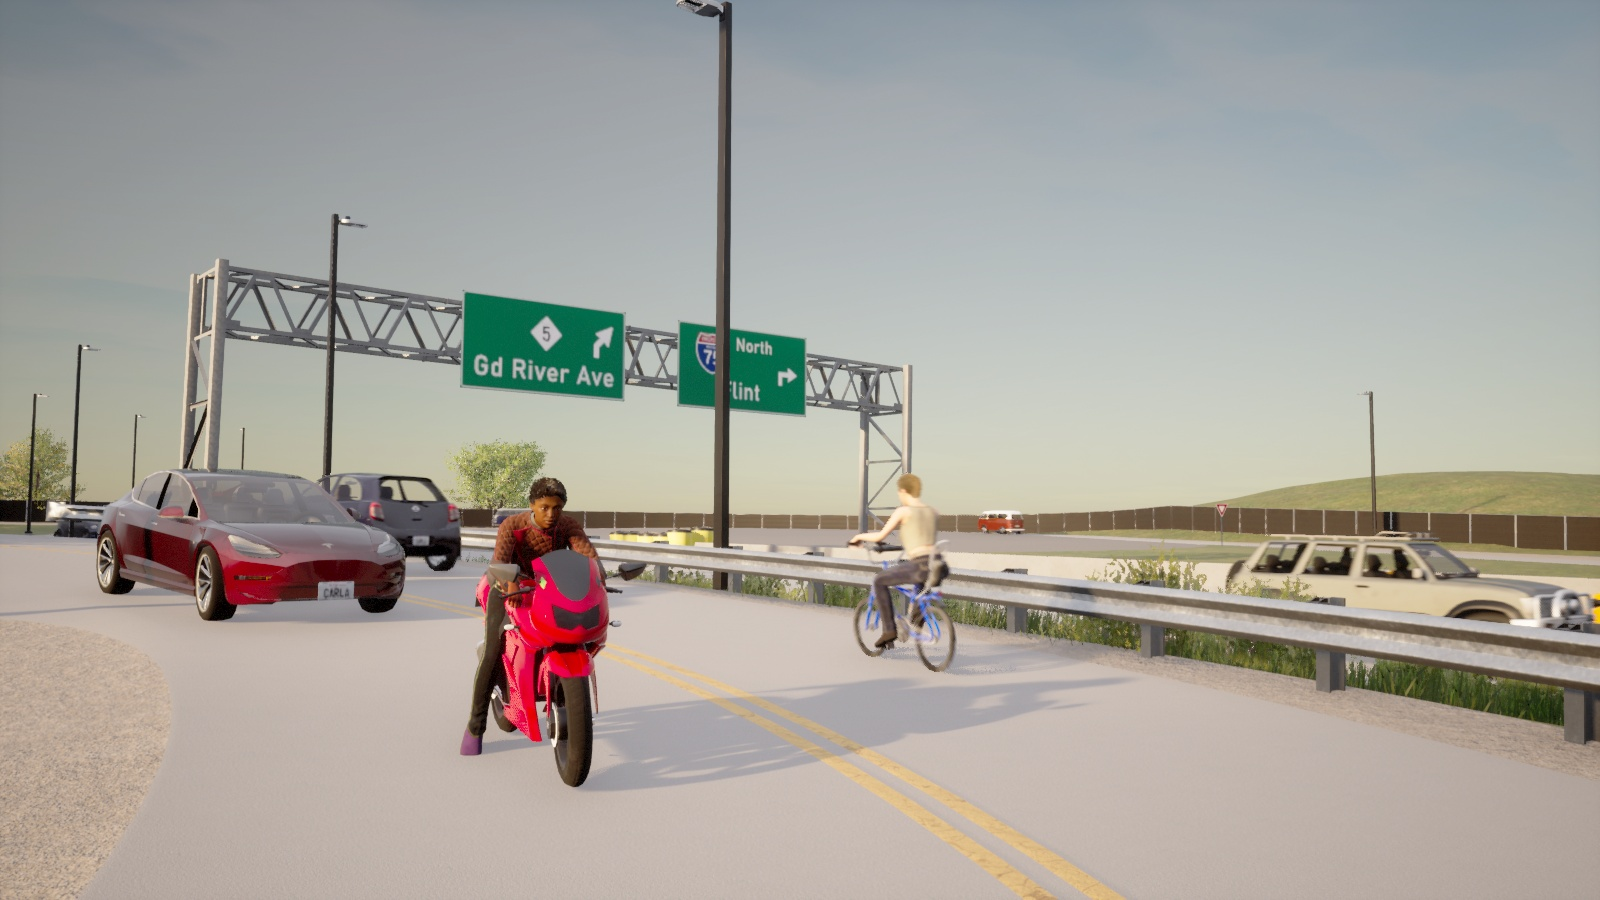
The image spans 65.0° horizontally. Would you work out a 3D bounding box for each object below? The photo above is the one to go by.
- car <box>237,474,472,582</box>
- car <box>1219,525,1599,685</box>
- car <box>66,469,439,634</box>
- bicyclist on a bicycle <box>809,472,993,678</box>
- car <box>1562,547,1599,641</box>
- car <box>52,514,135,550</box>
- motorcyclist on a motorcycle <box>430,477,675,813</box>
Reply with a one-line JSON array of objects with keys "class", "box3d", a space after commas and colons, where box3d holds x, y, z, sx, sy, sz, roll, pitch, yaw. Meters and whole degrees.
[{"class": "car", "box3d": [-7.073, 1.189, 19.820, 3.633, 1.501, 1.845, 0, -3, 40]}, {"class": "car", "box3d": [8.456, 2.015, 17.529, 1.932, 1.855, 4.605, 3, -4, -40]}, {"class": "car", "box3d": [-6.269, 1.006, 14.076, 4.792, 1.488, 2.163, 0, -2, 45]}, {"class": "bicyclist on a bicycle", "box3d": [0.832, 1.003, 10.708, 0.866, 1.612, 1.509, 1, -2, -30]}, {"class": "car", "box3d": [15.376, 2.400, 20.158, 1.882, 1.535, 5.008, 3, -4, -40]}, {"class": "car", "box3d": [-32.777, 3.803, 58.275, 3.988, 1.617, 1.851, -3, -4, 36]}, {"class": "motorcyclist on a motorcycle", "box3d": [-1.418, 0.918, 6.837, 0.797, 1.523, 2.044, 1, -1, -26]}]
